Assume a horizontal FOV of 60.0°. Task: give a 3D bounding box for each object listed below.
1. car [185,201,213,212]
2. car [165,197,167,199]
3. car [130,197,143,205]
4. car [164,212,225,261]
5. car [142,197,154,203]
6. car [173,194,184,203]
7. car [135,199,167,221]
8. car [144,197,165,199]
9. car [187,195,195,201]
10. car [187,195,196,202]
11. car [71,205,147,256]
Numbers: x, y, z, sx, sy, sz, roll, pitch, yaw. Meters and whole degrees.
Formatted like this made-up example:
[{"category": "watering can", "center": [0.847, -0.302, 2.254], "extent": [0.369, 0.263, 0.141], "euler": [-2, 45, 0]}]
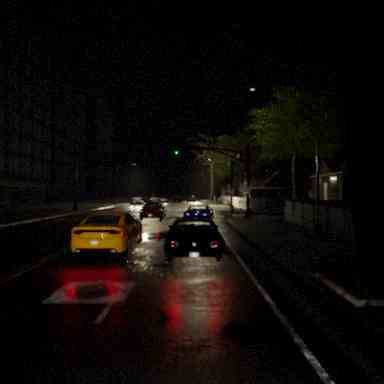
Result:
[{"category": "car", "center": [0.635, 1.656, 26.057], "extent": [1.895, 1.301, 4.718], "euler": [0, 0, 8]}, {"category": "car", "center": [-6.667, 1.821, 75.117], "extent": [1.895, 1.301, 4.718], "euler": [0, 0, 0]}, {"category": "car", "center": [-9.926, 1.656, 59.664], "extent": [2.128, 1.511, 4.902], "euler": [0, 0, 1]}, {"category": "car", "center": [0.073, 1.624, 12.346], "extent": [1.895, 1.301, 4.718], "euler": [0, 0, 0]}, {"category": "car", "center": [-9.917, 1.779, 75.123], "extent": [1.994, 1.385, 4.181], "euler": [0, 0, 0]}, {"category": "car", "center": [-3.420, 1.750, 76.722], "extent": [1.812, 1.442, 4.674], "euler": [0, 0, 0]}, {"category": "car", "center": [-3.207, 1.584, 27.566], "extent": [1.812, 1.442, 4.674], "euler": [0, 0, 0]}, {"category": "car", "center": [-6.678, 1.657, 59.754], "extent": [2.128, 1.511, 4.902], "euler": [0, 0, 0]}, {"category": "car", "center": [-0.193, 1.636, 86.733], "extent": [2.128, 1.511, 4.902], "euler": [0, 0, 0]}, {"category": "car", "center": [-0.169, 1.764, 76.313], "extent": [2.033, 1.411, 5.357], "euler": [0, 0, 0]}, {"category": "car", "center": [-3.178, 1.503, 13.252], "extent": [1.882, 1.535, 5.008], "euler": [0, 0, 0]}]
